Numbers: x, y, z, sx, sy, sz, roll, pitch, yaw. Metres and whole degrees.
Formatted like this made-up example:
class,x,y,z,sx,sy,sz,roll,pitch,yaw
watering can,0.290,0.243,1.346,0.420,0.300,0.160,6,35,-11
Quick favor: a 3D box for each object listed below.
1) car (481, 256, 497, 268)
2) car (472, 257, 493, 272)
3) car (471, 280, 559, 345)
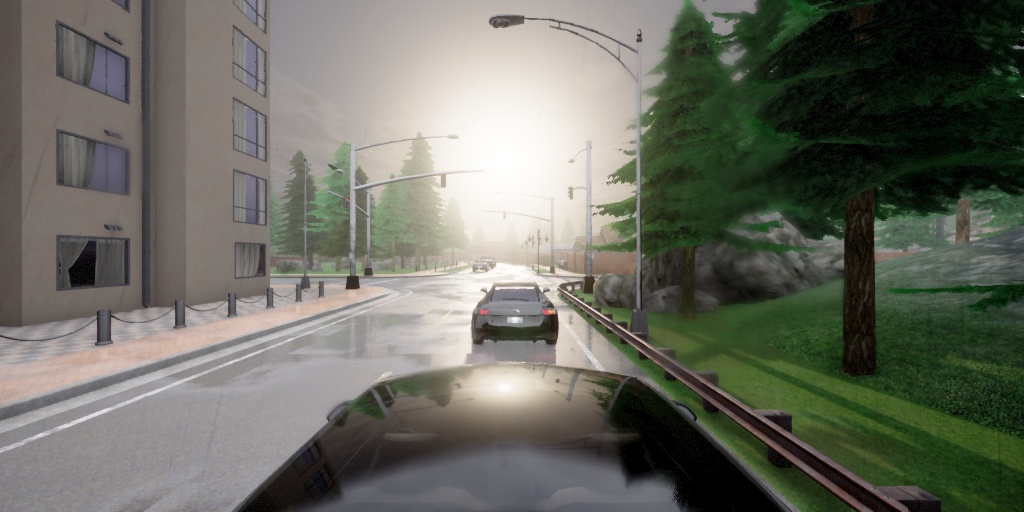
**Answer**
class,x,y,z,sx,sy,sz,roll,pitch,yaw
car,-3.977,0.942,56.232,2.150,2.045,5.566,0,0,0
car,-3.934,1.212,45.624,2.128,1.511,4.902,0,0,0
car,0.083,1.314,9.536,1.994,1.385,4.181,0,0,1
